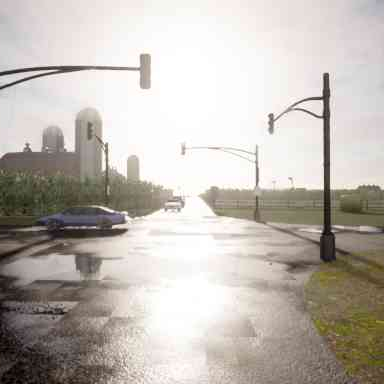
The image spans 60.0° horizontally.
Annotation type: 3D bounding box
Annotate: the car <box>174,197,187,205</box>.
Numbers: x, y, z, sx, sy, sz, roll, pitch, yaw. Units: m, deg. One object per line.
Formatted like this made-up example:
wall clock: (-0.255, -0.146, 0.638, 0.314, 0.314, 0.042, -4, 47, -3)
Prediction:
car: (-2.060, 1.621, 60.168, 2.033, 1.411, 5.357, 0, 0, 1)

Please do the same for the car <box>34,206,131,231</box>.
car: (-6.462, 1.528, 20.021, 5.357, 1.411, 2.033, 0, -1, -3)

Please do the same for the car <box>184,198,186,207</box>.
car: (-2.177, 1.406, 49.987, 2.097, 1.767, 4.553, 0, 0, 1)

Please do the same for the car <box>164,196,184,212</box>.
car: (-2.271, 1.565, 40.160, 1.812, 1.442, 4.674, 0, 0, 1)
